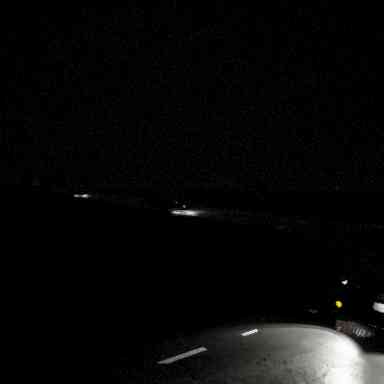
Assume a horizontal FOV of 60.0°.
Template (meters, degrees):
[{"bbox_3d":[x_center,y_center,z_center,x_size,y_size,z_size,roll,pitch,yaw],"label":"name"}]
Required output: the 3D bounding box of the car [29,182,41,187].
[{"bbox_3d":[-39.396,-1.650,84.111,1.812,1.442,4.674,-1,1,-36],"label":"car"}]

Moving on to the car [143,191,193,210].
[{"bbox_3d":[-2.128,0.606,27.520,2.033,1.411,5.357,-1,3,-36],"label":"car"}]

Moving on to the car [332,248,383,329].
[{"bbox_3d":[4.476,1.551,6.119,4.181,1.385,1.994,0,0,-35],"label":"car"}]

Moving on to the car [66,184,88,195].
[{"bbox_3d":[-16.571,-0.380,47.681,2.033,1.411,5.357,-1,3,-35],"label":"car"}]
